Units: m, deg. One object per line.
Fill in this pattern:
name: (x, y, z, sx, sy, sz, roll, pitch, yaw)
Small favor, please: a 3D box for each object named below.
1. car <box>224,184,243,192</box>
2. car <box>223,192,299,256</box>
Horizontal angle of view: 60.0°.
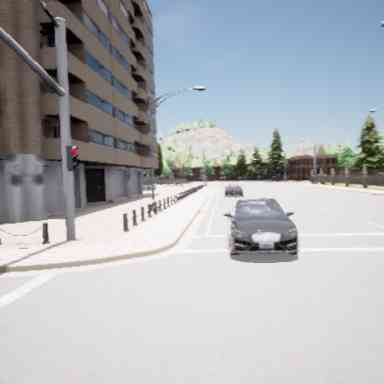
car: (4.555, -0.220, 36.805, 1.994, 1.385, 4.181, -2, 3, 5)
car: (2.084, 0.963, 10.731, 2.128, 1.511, 4.902, -2, 2, 6)
